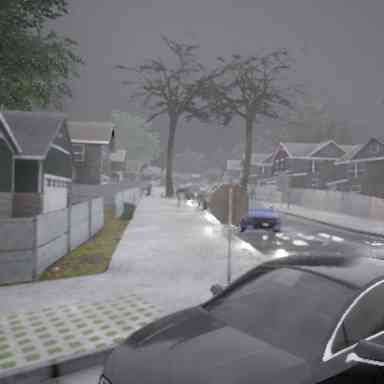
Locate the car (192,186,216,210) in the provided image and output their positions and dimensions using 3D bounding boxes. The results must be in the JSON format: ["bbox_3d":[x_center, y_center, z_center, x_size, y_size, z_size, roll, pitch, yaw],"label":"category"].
[{"bbox_3d":[1.620,0.568,27.313,2.128,1.511,4.902,1,2,-7],"label":"car"}]

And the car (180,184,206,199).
[{"bbox_3d":[0.197,0.047,39.299,2.128,1.511,4.902,1,2,-7],"label":"car"}]

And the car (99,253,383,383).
[{"bbox_3d":[1.440,1.545,3.745,4.892,1.490,1.837,1,-1,-33],"label":"car"}]

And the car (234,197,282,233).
[{"bbox_3d":[2.880,1.012,16.741,1.882,1.535,5.008,1,2,-7],"label":"car"}]

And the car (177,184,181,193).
[{"bbox_3d":[-1.351,-0.533,52.742,1.882,1.535,5.008,1,2,-6],"label":"car"}]
